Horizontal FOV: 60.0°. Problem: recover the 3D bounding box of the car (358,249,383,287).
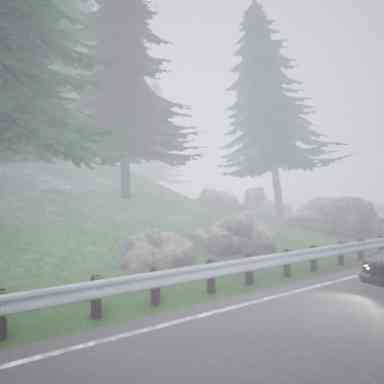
[{"bbox_3d":[6.468,1.626,8.440,5.357,1.411,2.033,1,0,-34],"label":"car"}]
